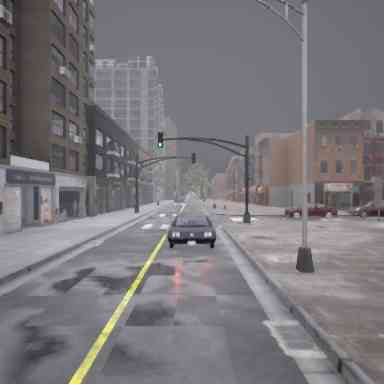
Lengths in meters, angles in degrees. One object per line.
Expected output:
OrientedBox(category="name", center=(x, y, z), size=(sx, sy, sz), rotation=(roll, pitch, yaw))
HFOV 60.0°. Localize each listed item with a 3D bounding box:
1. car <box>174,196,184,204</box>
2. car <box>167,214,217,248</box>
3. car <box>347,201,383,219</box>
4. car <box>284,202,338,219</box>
OrientedBox(category="car", center=(-2.750, 1.608, 71.896), size=(2.097, 1.767, 4.553), rotation=(0, 0, 0))
OrientedBox(category="car", center=(0.000, 1.629, 14.681), size=(1.895, 1.301, 4.718), rotation=(0, 0, 0))
OrientedBox(category="car", center=(15.832, 1.470, 29.129), size=(4.097, 1.590, 1.967), rotation=(0, 0, 0))
OrientedBox(category="car", center=(10.368, 1.580, 29.133), size=(4.507, 1.381, 1.887), rotation=(0, 0, 0))
